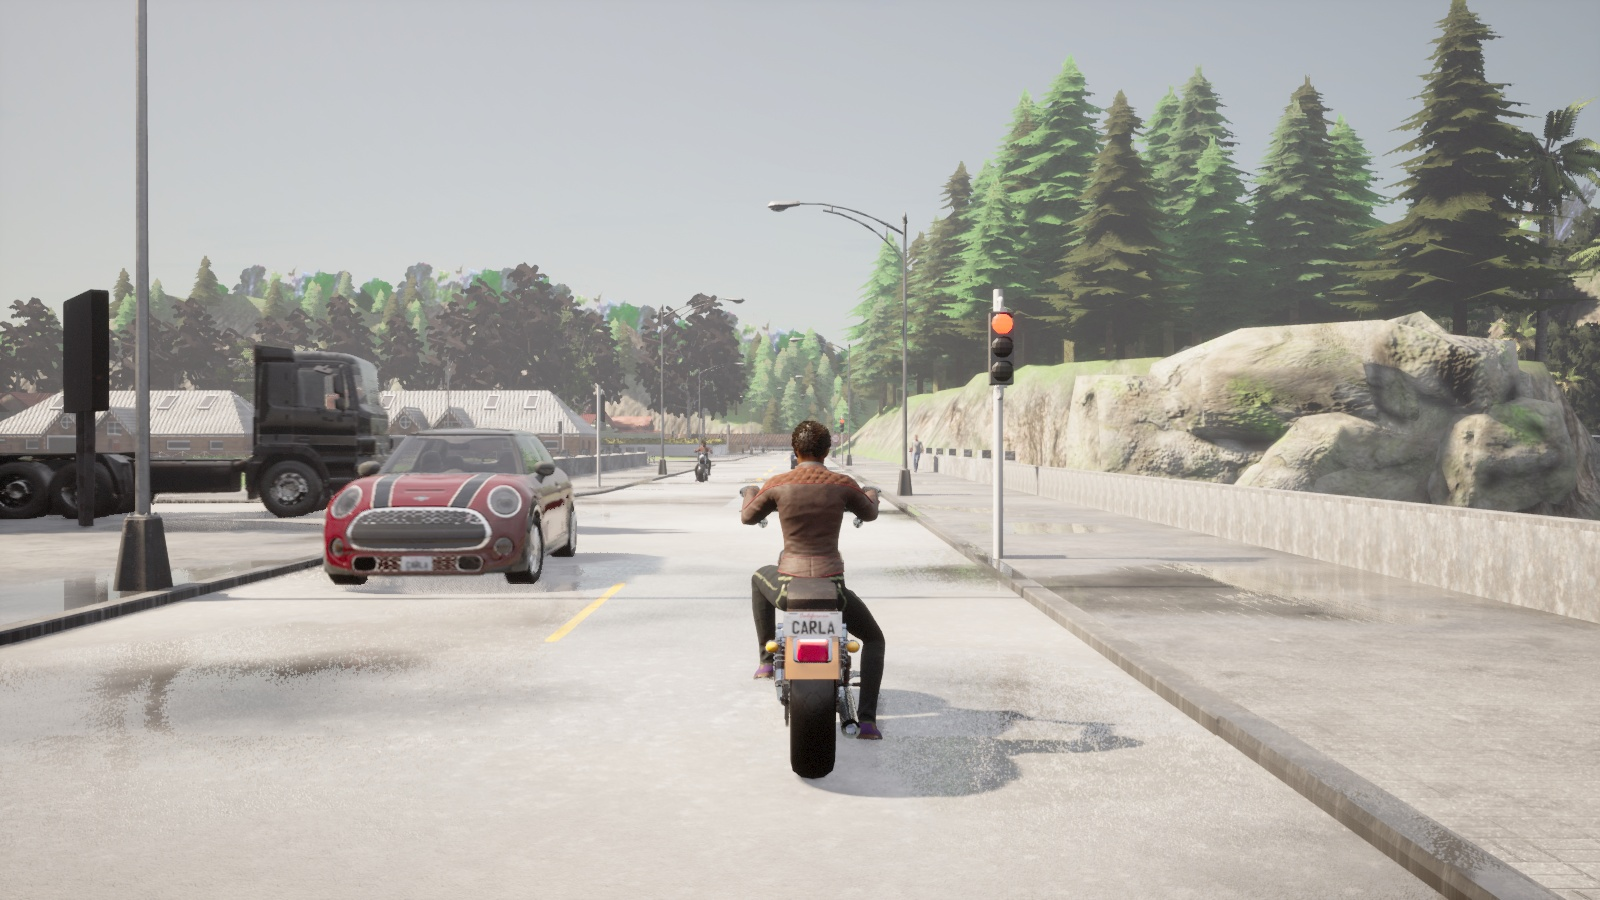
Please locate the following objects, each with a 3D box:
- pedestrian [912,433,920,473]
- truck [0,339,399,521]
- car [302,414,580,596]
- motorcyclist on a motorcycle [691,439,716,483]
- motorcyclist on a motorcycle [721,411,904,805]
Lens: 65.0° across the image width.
[{"bbox_3d":[5.373,0.133,58.081,0.354,1.836,0.706,0,0,4],"label":"pedestrian"},{"bbox_3d":[-12.615,-0.392,25.930,7.936,3.462,2.891,0,0,-10],"label":"truck"},{"bbox_3d":[-3.891,0.520,14.517,2.097,1.767,4.553,0,0,-3],"label":"car"},{"bbox_3d":[-3.716,0.421,48.349,0.766,1.649,2.350,0,0,0],"label":"motorcyclist on a motorcycle"},{"bbox_3d":[0.055,0.661,6.438,0.766,1.649,2.350,0,0,0],"label":"motorcyclist on a motorcycle"}]
